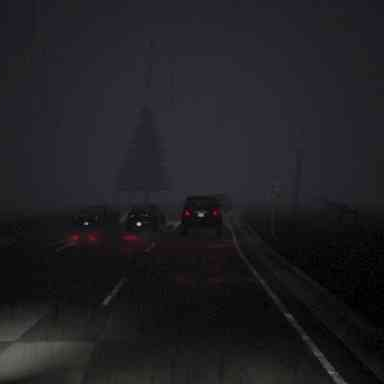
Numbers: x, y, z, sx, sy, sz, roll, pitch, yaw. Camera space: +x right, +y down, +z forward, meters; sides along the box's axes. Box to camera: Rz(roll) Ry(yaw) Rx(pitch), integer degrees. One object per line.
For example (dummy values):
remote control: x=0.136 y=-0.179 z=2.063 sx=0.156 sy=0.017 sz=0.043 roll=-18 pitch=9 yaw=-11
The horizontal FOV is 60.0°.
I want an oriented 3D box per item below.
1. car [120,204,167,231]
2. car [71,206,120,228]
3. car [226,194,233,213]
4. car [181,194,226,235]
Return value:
car: x=-2.765 y=1.492 z=20.705 sx=1.837 sy=1.490 sz=4.892 roll=0 pitch=0 yaw=4
car: x=-6.190 y=1.587 z=22.149 sx=1.895 sy=1.301 sz=4.718 roll=0 pitch=0 yaw=4
car: x=3.244 y=1.198 z=37.623 sx=2.150 sy=2.045 sz=5.566 roll=0 pitch=0 yaw=14
car: x=0.615 y=1.210 z=18.913 sx=2.150 sy=2.045 sz=5.566 roll=0 pitch=0 yaw=4
